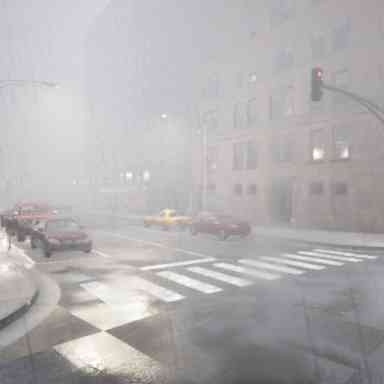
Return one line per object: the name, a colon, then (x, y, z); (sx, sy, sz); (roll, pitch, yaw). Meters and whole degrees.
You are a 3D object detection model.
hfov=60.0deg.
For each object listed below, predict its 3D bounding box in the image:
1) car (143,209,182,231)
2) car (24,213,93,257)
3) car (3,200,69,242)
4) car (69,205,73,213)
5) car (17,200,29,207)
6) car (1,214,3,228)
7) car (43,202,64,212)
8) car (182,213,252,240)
car: (-1.805, 1.855, 23.237); (1.752, 1.417, 4.829); (0, -1, -35)
car: (-5.429, 1.734, 13.609); (1.802, 1.307, 4.206); (0, -1, -35)
car: (-8.648, 1.531, 18.151); (2.192, 1.841, 5.009); (0, -1, -35)
car: (-17.792, 2.206, 45.791); (1.887, 1.381, 4.507); (0, -1, -35)
car: (-37.193, 2.595, 73.163); (1.752, 1.417, 4.829); (0, -1, -35)
car: (-11.865, 1.825, 22.688); (1.887, 1.381, 4.507); (0, -1, -35)
car: (-21.009, 2.282, 50.329); (2.008, 1.369, 4.403); (0, -1, -35)
car: (1.510, 1.845, 18.559); (1.802, 1.307, 4.206); (0, -1, -35)
